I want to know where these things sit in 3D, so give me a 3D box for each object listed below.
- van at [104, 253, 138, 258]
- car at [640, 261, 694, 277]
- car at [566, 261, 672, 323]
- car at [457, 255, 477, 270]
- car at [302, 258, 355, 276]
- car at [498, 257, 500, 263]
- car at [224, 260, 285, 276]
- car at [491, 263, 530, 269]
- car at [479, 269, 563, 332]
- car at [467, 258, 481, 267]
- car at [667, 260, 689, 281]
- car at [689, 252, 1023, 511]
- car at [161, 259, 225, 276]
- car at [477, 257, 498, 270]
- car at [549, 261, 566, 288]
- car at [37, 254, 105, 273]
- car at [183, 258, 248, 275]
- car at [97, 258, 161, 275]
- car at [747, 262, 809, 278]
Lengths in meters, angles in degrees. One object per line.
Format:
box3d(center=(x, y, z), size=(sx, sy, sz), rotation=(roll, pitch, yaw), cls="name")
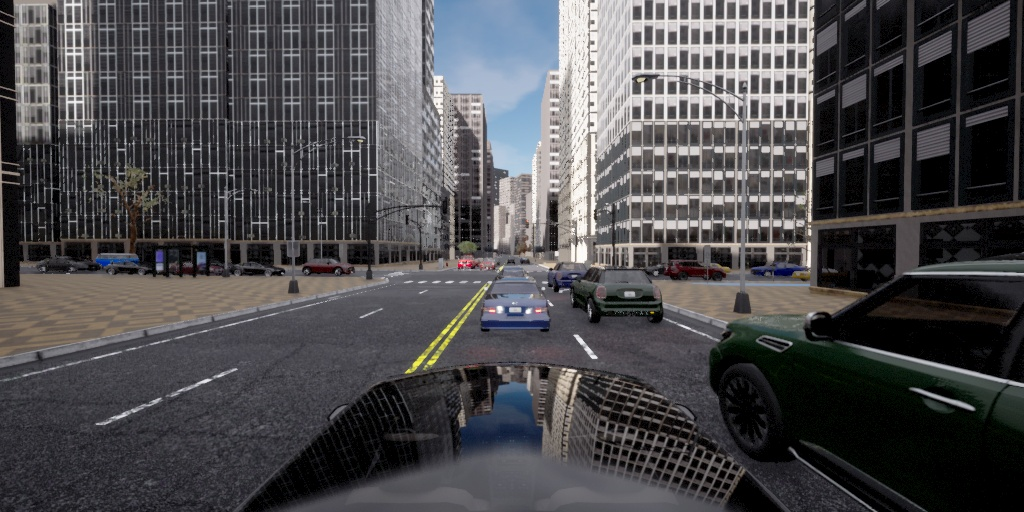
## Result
box3d(center=(-45.375, 0.605, 41.167), size=(3.998, 1.789, 1.690), rotation=(0, 0, 1), cls="van")
box3d(center=(16.218, 1.365, 37.609), size=(4.892, 1.490, 1.837), rotation=(0, 1, -1), cls="car")
box3d(center=(3.327, 1.097, 12.265), size=(2.097, 1.767, 4.553), rotation=(0, 0, 0), cls="car")
box3d(center=(-6.704, 0.935, 53.403), size=(2.150, 2.045, 5.566), rotation=(0, 0, 0), cls="car")
box3d(center=(-17.714, 0.963, 34.796), size=(4.553, 1.767, 2.097), rotation=(1, 1, 3), cls="car")
box3d(center=(-3.461, 1.232, 60.101), size=(1.812, 1.442, 4.674), rotation=(0, 0, 0), cls="car")
box3d(center=(-22.799, 1.173, 32.251), size=(4.313, 1.339, 1.948), rotation=(0, 0, 1), cls="car")
box3d(center=(0.058, 1.304, 20.062), size=(1.994, 1.385, 4.181), rotation=(0, 0, 0), cls="car")
box3d(center=(0.082, 1.293, 10.819), size=(2.033, 1.411, 5.357), rotation=(0, 0, 0), cls="car")
box3d(center=(-6.698, 1.179, 63.747), size=(1.882, 1.535, 5.008), rotation=(0, 0, 1), cls="car")
box3d(center=(16.127, 1.268, 31.809), size=(5.009, 1.841, 2.192), rotation=(0, 0, 1), cls="car")
box3d(center=(3.340, 0.972, 1.804), size=(2.150, 2.045, 5.566), rotation=(0, 0, 1), cls="car")
box3d(center=(-28.484, 1.138, 32.371), size=(4.207, 1.307, 1.802), rotation=(0, 0, 1), cls="car")
box3d(center=(-3.424, 1.068, 51.257), size=(2.097, 1.767, 4.553), rotation=(0, 0, -1), cls="car")
box3d(center=(3.307, 1.092, 21.129), size=(2.097, 1.767, 4.553), rotation=(0, 0, 0), cls="car")
box3d(center=(-43.666, 0.878, 35.354), size=(4.892, 1.490, 1.837), rotation=(1, 1, 1), cls="car")
box3d(center=(-28.895, 1.014, 35.068), size=(4.892, 1.490, 1.837), rotation=(0, 1, 1), cls="car")
box3d(center=(-34.165, 1.069, 32.532), size=(4.313, 1.339, 1.948), rotation=(0, 0, 1), cls="car")
box3d(center=(27.676, 1.439, 37.413), size=(5.008, 1.535, 1.882), rotation=(1, 1, 1), cls="car")
